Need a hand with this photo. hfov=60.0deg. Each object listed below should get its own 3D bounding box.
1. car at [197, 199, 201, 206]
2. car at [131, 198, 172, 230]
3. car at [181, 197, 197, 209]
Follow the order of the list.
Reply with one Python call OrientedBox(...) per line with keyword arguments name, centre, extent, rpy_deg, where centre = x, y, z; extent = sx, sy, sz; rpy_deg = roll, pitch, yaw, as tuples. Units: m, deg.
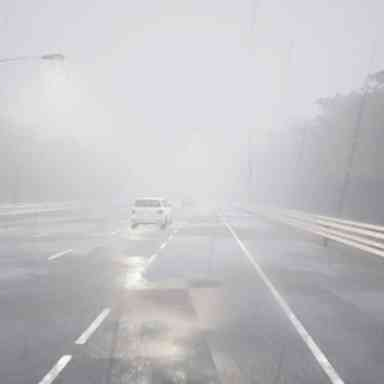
OrientedBox(name="car", centre=(0.669, 3.025, 90.559), extent=(1.994, 1.385, 4.181), rpy_deg=(1, -1, 3))
OrientedBox(name="car", centre=(-2.644, 1.410, 22.849), extent=(2.150, 2.045, 5.566), rpy_deg=(1, -1, 3))
OrientedBox(name="car", centre=(-0.811, 2.029, 61.493), extent=(2.150, 2.045, 5.566), rpy_deg=(1, -1, 3))
